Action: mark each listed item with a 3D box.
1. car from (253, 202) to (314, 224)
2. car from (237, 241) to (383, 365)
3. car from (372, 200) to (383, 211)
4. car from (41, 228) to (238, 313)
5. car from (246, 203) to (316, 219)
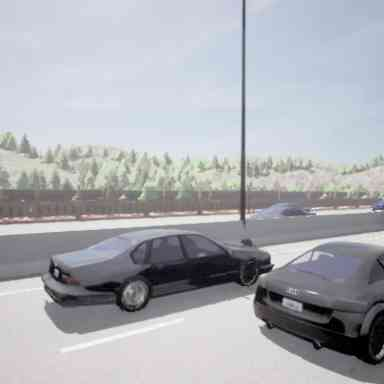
[{"bbox_3d":[7.342,1.610,26.417,5.008,1.535,1.882,0,0,-35],"label":"car"},{"bbox_3d":[3.073,1.597,5.940,4.181,1.385,1.994,0,0,-36],"label":"car"},{"bbox_3d":[25.661,1.787,43.704,5.008,1.535,1.882,1,0,-35],"label":"car"},{"bbox_3d":[-0.493,1.570,7.694,5.357,1.411,2.033,0,0,-36],"label":"car"},{"bbox_3d":[5.668,1.650,20.925,5.357,1.411,2.033,0,0,-35],"label":"car"}]
